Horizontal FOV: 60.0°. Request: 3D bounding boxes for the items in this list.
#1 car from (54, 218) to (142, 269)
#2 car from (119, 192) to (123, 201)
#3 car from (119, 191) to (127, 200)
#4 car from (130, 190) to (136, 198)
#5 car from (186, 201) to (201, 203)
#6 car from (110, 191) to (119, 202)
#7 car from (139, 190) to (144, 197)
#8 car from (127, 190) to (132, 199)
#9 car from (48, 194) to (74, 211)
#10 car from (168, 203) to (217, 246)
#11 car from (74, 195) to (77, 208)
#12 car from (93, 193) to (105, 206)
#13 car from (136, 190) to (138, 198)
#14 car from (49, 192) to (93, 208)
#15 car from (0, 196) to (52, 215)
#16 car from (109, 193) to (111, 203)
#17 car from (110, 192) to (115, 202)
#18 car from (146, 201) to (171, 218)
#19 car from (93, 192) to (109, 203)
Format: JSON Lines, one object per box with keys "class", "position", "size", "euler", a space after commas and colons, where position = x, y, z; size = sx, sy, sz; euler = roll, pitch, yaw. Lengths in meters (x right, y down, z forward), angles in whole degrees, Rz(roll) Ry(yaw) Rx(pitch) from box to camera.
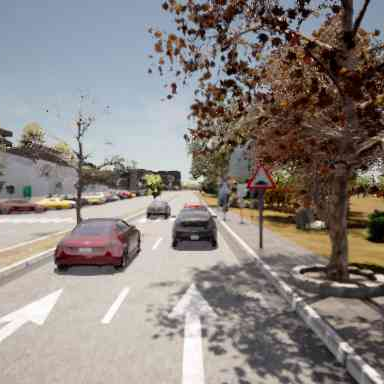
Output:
{"class": "car", "position": [-2.895, 1.546, 11.042], "size": [1.994, 1.385, 4.181], "euler": [0, 0, 0]}
{"class": "car", "position": [-16.798, 1.192, 66.078], "size": [4.674, 1.452, 2.002], "euler": [-1, 1, -20]}
{"class": "car", "position": [-16.785, 1.100, 69.078], "size": [5.008, 1.535, 2.097], "euler": [-1, 1, -20]}
{"class": "car", "position": [-16.762, 0.690, 78.092], "size": [5.566, 2.045, 2.435], "euler": [-1, 1, -20]}
{"class": "car", "position": [0.114, 1.544, 33.058], "size": [1.895, 1.301, 4.718], "euler": [0, 0, 0]}
{"class": "car", "position": [-16.830, 1.075, 63.065], "size": [4.553, 1.767, 2.185], "euler": [-1, 1, -20]}
{"class": "car", "position": [-16.798, 0.505, 90.061], "size": [5.566, 2.045, 2.435], "euler": [-1, 1, -20]}
{"class": "car", "position": [-16.760, 1.022, 75.094], "size": [4.792, 1.488, 2.163], "euler": [-1, 1, -20]}
{"class": "car", "position": [-16.995, 1.420, 38.981], "size": [5.366, 1.575, 1.946], "euler": [-1, 1, -20]}
{"class": "car", "position": [0.107, 1.480, 15.138], "size": [1.837, 1.490, 4.892], "euler": [0, 0, 0]}
{"class": "car", "position": [-16.824, 1.449, 42.054], "size": [4.674, 1.452, 2.002], "euler": [-1, 0, -20]}
{"class": "car", "position": [-16.639, 1.344, 51.127], "size": [5.366, 1.575, 1.946], "euler": [-1, 0, -20]}
{"class": "car", "position": [-16.606, 0.885, 81.148], "size": [5.366, 1.575, 1.946], "euler": [-1, 1, -20]}
{"class": "car", "position": [-16.794, 1.146, 45.072], "size": [5.566, 2.045, 2.435], "euler": [-1, 0, -20]}
{"class": "car", "position": [-16.803, 1.464, 33.057], "size": [4.792, 1.488, 2.163], "euler": [-1, 0, -20]}
{"class": "car", "position": [-16.830, 1.314, 57.054], "size": [4.792, 1.488, 2.163], "euler": [-1, 1, -20]}
{"class": "car", "position": [-16.804, 1.288, 60.079], "size": [4.674, 1.452, 2.002], "euler": [-1, 0, -20]}
{"class": "car", "position": [-2.888, 1.497, 29.381], "size": [2.033, 1.411, 5.357], "euler": [0, 0, 0]}
{"class": "car", "position": [-16.836, 1.069, 54.052], "size": [5.566, 2.045, 2.435], "euler": [-1, 1, -20]}
